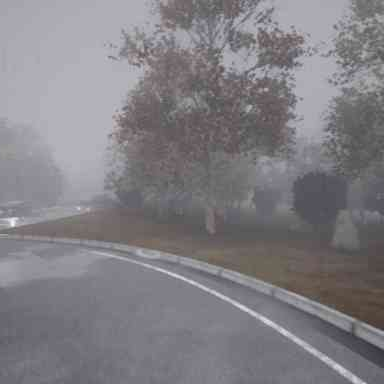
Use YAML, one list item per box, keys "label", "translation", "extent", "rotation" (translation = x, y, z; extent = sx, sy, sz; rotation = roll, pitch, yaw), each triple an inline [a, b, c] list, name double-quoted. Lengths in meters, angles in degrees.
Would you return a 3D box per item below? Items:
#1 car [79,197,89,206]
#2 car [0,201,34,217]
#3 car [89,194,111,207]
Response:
- label: "car"
  translation: [-18.271, 1.661, 58.167]
  extent: [1.882, 1.535, 5.008]
  rotation: [-1, 0, -1]
- label: "car"
  translation: [-17.974, 1.720, 34.026]
  extent: [1.837, 1.490, 4.892]
  rotation: [-1, 0, -1]
- label: "car"
  translation: [-14.663, 1.359, 54.778]
  extent: [2.150, 2.045, 5.566]
  rotation: [-1, 0, 0]
